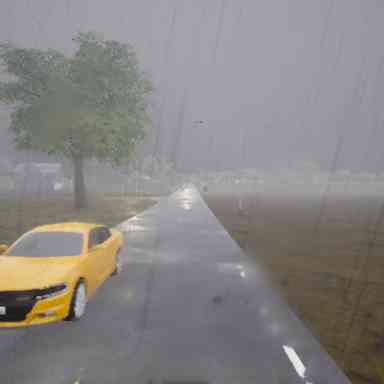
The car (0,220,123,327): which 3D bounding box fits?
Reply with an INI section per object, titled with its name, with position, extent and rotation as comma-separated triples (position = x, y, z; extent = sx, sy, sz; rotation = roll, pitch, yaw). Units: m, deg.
[car]
position = -2.851, 1.452, 7.381
extent = 1.882, 1.535, 5.008
rotation = 0, 0, 0
